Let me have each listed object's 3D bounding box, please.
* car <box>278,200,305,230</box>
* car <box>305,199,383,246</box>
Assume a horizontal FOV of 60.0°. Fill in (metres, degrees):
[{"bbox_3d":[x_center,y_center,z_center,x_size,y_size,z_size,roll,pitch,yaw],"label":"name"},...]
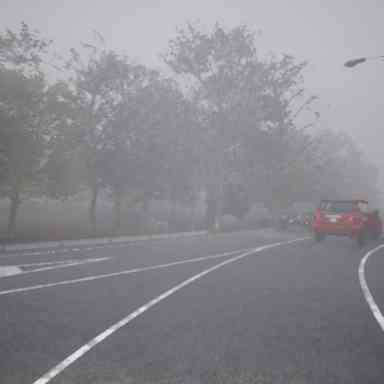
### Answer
[{"bbox_3d":[7.910,1.565,22.622,2.150,2.045,5.566,1,-2,40],"label":"car"},{"bbox_3d":[7.805,1.406,16.565,2.150,2.045,5.566,1,-2,38],"label":"car"}]
